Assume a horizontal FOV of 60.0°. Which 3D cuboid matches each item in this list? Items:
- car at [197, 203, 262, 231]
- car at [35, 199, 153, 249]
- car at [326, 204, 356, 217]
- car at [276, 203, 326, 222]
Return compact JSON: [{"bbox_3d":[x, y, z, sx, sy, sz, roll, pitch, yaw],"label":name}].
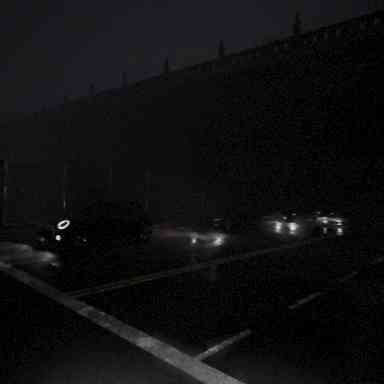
[{"bbox_3d":[2.403,1.424,20.343,1.882,1.535,5.008,3,1,42],"label":"car"},{"bbox_3d":[-3.777,1.128,13.401,2.097,1.767,4.553,3,1,42],"label":"car"},{"bbox_3d":[15.643,1.912,35.146,1.895,1.301,4.718,3,1,42],"label":"car"},{"bbox_3d":[8.960,1.674,27.698,2.033,1.411,5.357,3,1,41],"label":"car"}]
